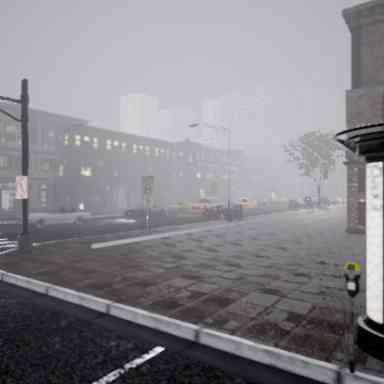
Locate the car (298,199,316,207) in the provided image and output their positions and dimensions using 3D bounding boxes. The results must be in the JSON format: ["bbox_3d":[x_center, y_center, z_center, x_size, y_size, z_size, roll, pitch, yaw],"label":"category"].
[{"bbox_3d":[21.188,1.920,60.906,1.895,1.301,4.718,0,0,35],"label":"car"}]

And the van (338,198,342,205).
[{"bbox_3d":[27.957,1.706,66.048,1.690,1.788,3.998,0,-1,35],"label":"van"}]

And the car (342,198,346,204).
[{"bbox_3d":[31.133,1.978,70.567,1.802,1.307,4.206,0,-1,35],"label":"car"}]

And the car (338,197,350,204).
[{"bbox_3d":[34.408,1.955,75.229,1.752,1.417,4.829,0,-1,35],"label":"car"}]

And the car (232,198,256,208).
[{"bbox_3d":[8.296,1.768,52.636,1.752,1.417,4.829,0,-1,35],"label":"car"}]

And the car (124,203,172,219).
[{"bbox_3d":[-4.202,1.679,30.318,1.994,1.385,4.181,0,0,36],"label":"car"}]

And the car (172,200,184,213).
[{"bbox_3d":[-1.233,1.683,39.071,1.752,1.417,4.829,0,0,35],"label":"car"}]

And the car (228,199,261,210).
[{"bbox_3d":[7.477,1.692,46.882,1.882,1.535,5.008,0,0,36],"label":"car"}]

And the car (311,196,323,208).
[{"bbox_3d":[18.427,1.587,52.483,2.192,1.841,5.009,0,-1,35],"label":"car"}]

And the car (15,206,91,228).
[{"bbox_3d":[-9.453,1.676,22.858,1.895,1.301,4.718,0,0,35],"label":"car"}]

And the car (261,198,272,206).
[{"bbox_3d":[11.570,1.825,57.297,2.008,1.369,4.403,0,-1,35],"label":"car"}]

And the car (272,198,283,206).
[{"bbox_3d":[14.746,1.855,61.819,2.008,1.369,4.403,0,-1,35],"label":"car"}]

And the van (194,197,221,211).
[{"bbox_3d":[2.040,1.527,43.733,1.690,1.788,3.998,0,0,35],"label":"van"}]

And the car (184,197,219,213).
[{"bbox_3d":[1.606,1.515,38.582,2.097,1.767,4.553,0,0,35],"label":"car"}]

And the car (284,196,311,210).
[{"bbox_3d":[15.251,1.682,47.960,1.967,1.590,4.097,0,-1,35],"label":"car"}]

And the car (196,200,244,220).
[{"bbox_3d":[2.589,1.675,29.843,1.887,1.381,4.507,0,0,35],"label":"car"}]

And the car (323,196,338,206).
[{"bbox_3d":[24.781,1.648,61.526,2.192,1.841,5.009,0,-1,35],"label":"car"}]

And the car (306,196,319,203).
[{"bbox_3d":[30.628,1.903,84.428,1.967,1.590,4.097,0,-1,35],"label":"car"}]

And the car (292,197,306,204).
[{"bbox_3d":[24.275,1.837,75.384,1.967,1.590,4.097,0,-1,35],"label":"car"}]
